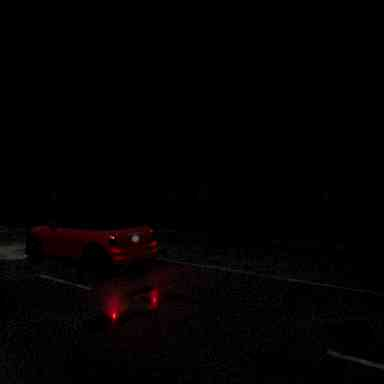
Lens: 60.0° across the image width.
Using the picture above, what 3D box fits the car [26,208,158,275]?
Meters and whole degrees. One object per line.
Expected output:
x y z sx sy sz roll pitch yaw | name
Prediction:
-3.330 1.343 10.666 4.553 1.767 2.097 0 0 35 | car
